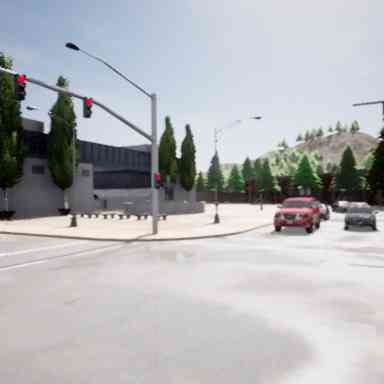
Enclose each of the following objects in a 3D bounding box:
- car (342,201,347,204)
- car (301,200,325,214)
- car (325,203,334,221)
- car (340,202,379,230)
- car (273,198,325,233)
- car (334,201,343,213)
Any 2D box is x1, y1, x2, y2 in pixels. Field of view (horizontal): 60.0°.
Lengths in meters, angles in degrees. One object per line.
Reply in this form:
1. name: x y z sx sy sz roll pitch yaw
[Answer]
1. car: 15.374 1.690 30.683 2.128 1.511 4.902 -1 -1 23
2. car: 15.043 1.808 41.612 1.882 1.535 5.008 -1 -1 8
3. car: 11.575 1.785 30.509 2.033 1.411 5.357 -1 -1 26
4. car: 11.234 1.648 22.226 1.837 1.490 4.892 -1 -1 28
5. car: 6.897 1.403 21.489 2.150 2.045 5.566 -1 -1 29
6. car: 18.480 1.832 40.863 2.033 1.411 5.357 -1 -1 9
